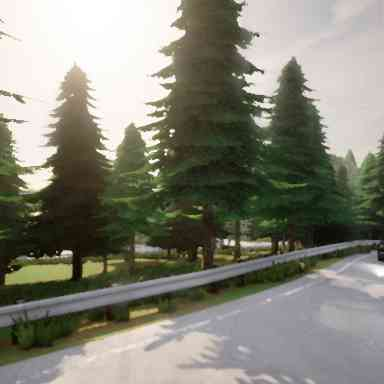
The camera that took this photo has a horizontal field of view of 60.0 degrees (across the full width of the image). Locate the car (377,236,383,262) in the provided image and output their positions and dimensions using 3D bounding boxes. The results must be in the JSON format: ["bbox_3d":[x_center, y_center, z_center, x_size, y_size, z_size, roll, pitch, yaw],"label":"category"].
[{"bbox_3d":[9.850,2.434,15.230,1.837,1.490,4.892,0,-5,38],"label":"car"}]
